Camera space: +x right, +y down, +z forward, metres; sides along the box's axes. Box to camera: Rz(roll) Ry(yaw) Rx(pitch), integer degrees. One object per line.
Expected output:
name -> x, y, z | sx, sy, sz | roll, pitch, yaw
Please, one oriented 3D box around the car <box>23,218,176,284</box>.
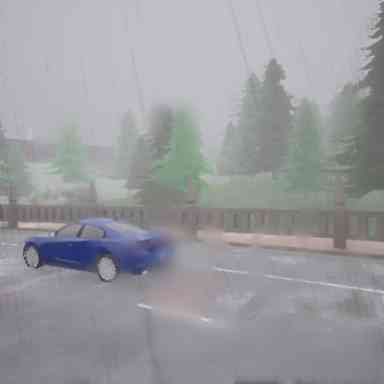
car -> -2.844, 1.500, 9.712 | 5.008, 1.535, 1.882 | 0, 0, 31
